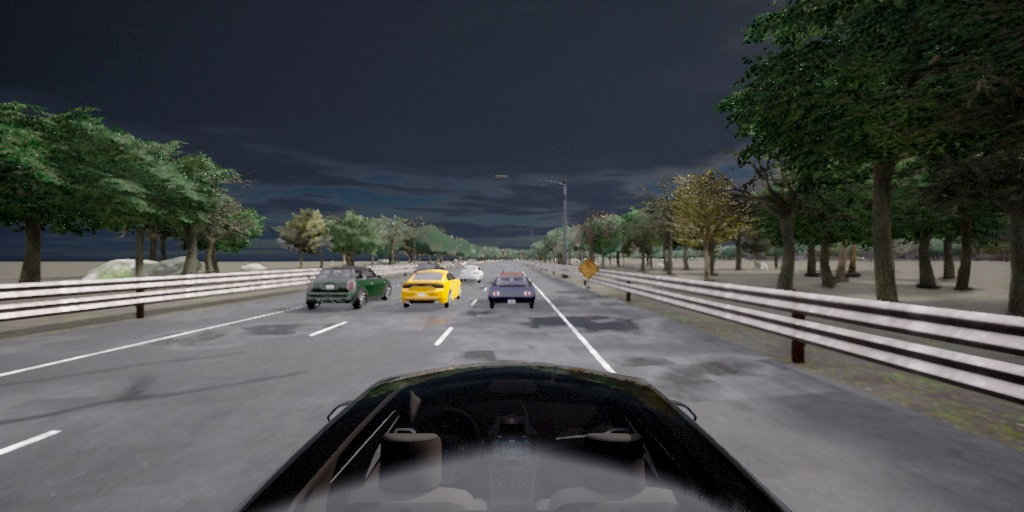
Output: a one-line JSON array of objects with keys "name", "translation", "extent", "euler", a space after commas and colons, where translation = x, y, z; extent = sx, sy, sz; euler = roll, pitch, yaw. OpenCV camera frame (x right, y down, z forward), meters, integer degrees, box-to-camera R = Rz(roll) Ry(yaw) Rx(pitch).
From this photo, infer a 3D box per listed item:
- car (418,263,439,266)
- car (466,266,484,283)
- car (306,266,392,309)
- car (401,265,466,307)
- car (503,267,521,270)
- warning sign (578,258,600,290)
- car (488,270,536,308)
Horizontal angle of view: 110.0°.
[{"name": "car", "translation": [-7.010, 1.383, 30.925], "extent": [2.097, 1.767, 4.553], "euler": [0, -1, 0]}, {"name": "car", "translation": [-3.509, 1.562, 31.247], "extent": [1.812, 1.442, 4.674], "euler": [0, 0, 0]}, {"name": "car", "translation": [-7.004, 1.237, 15.926], "extent": [2.097, 1.767, 4.553], "euler": [0, -1, 0]}, {"name": "car", "translation": [-3.501, 1.369, 16.331], "extent": [1.882, 1.535, 5.008], "euler": [0, 0, 0]}, {"name": "car", "translation": [-0.010, 1.634, 30.958], "extent": [1.895, 1.301, 4.718], "euler": [0, -1, 0]}, {"name": "warning sign", "translation": [4.542, 1.054, 21.275], "extent": [1.300, 1.860, 1.060], "euler": [0, 0, 0]}, {"name": "car", "translation": [-0.005, 1.488, 15.962], "extent": [1.895, 1.301, 4.718], "euler": [0, -1, 0]}]
